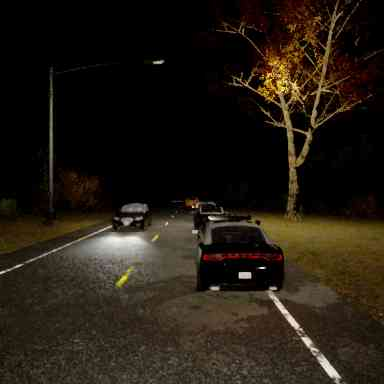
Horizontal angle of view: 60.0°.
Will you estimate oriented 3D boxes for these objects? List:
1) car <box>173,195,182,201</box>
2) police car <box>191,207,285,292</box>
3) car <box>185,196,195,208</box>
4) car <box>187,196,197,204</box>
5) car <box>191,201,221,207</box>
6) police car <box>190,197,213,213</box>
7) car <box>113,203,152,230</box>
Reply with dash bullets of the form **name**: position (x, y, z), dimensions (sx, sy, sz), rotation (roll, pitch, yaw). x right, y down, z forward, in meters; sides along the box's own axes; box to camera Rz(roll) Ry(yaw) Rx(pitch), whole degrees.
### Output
- **car**: position (-3.536, 1.515, 82.187), dimensions (2.033, 1.411, 5.357), rotation (0, 0, 0)
- **police car**: position (1.030, 1.425, 9.096), dimensions (1.930, 1.638, 5.238), rotation (0, 0, 0)
- **car**: position (-0.003, 1.470, 47.094), dimensions (1.882, 1.535, 5.008), rotation (0, 0, 1)
- **car**: position (-0.036, 1.487, 65.128), dimensions (1.837, 1.490, 4.892), rotation (0, 0, 0)
- **car**: position (1.016, 1.505, 18.980), dimensions (1.837, 1.490, 4.892), rotation (0, 0, 0)
- **police car**: position (1.016, 1.423, 25.090), dimensions (1.930, 1.638, 5.238), rotation (0, 0, 0)
- **car**: position (-3.633, 1.490, 20.927), dimensions (2.128, 1.511, 4.902), rotation (0, 0, 0)
